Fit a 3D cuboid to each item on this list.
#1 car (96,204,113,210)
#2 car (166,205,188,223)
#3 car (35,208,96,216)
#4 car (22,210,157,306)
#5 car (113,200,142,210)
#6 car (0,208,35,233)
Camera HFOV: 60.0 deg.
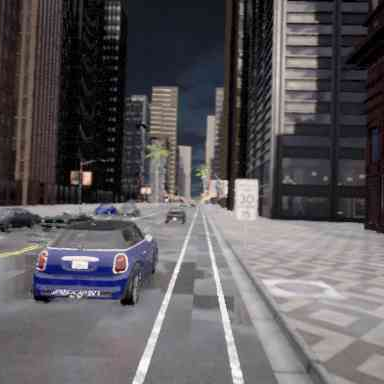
[{"bbox_3d":[-11.116,2.272,42.928,1.882,1.535,5.008,2,-2,2],"label":"car"},{"bbox_3d":[-1.563,2.382,34.151,1.837,1.490,4.892,2,-2,1],"label":"car"},{"bbox_3d":[-8.433,1.938,22.695,1.895,1.301,4.718,2,-2,2],"label":"car"},{"bbox_3d":[-2.159,1.519,8.682,2.097,1.767,4.553,2,-2,1],"label":"car"},{"bbox_3d":[-7.901,2.217,41.760,2.097,1.767,4.553,2,-1,2],"label":"car"},{"bbox_3d":[-11.715,1.741,21.323,2.033,1.411,5.357,2,-1,1],"label":"car"}]
